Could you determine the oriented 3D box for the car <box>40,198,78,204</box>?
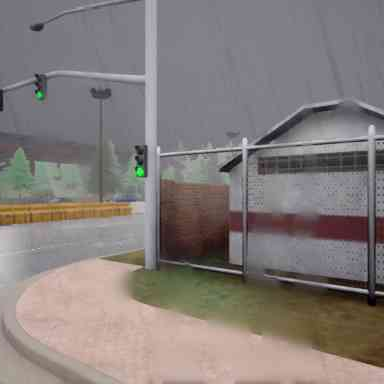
[{"bbox_3d":[-15.916,1.522,39.643,1.837,1.490,4.892,0,0,34],"label":"car"}]
